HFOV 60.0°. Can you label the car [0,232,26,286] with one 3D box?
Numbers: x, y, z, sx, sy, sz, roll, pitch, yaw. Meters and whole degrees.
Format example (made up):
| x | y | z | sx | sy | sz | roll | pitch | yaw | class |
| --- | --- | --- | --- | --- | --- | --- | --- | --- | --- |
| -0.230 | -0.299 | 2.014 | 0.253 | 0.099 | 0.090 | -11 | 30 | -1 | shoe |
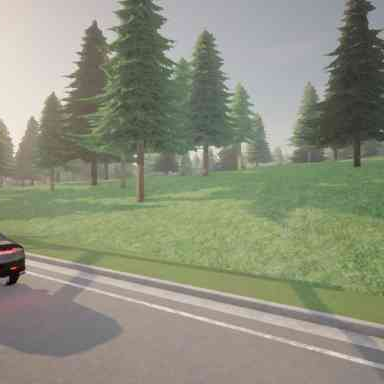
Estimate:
| x | y | z | sx | sy | sz | roll | pitch | yaw | class |
| --- | --- | --- | --- | --- | --- | --- | --- | --- | --- |
| -6.015 | 1.492 | 8.174 | 4.902 | 1.511 | 2.128 | 0 | 0 | 36 | car |
